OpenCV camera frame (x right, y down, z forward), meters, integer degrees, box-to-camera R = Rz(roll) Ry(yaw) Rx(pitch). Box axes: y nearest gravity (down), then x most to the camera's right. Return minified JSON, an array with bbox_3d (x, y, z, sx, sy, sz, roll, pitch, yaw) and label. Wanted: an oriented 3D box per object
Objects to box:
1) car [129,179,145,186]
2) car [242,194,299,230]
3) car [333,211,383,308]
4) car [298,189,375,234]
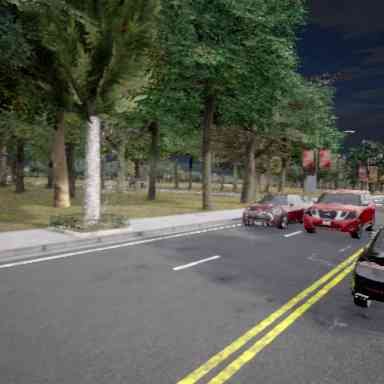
[{"bbox_3d":[-11.927,-1.976,73.985,5.566,2.045,2.150,3,2,37],"label":"car"},{"bbox_3d":[4.522,0.894,17.670,2.097,1.767,4.553,3,2,37],"label":"car"},{"bbox_3d":[4.661,1.392,6.789,2.128,1.511,4.902,3,2,37],"label":"car"},{"bbox_3d":[7.186,0.906,15.803,2.150,2.045,5.566,3,2,37],"label":"car"}]
